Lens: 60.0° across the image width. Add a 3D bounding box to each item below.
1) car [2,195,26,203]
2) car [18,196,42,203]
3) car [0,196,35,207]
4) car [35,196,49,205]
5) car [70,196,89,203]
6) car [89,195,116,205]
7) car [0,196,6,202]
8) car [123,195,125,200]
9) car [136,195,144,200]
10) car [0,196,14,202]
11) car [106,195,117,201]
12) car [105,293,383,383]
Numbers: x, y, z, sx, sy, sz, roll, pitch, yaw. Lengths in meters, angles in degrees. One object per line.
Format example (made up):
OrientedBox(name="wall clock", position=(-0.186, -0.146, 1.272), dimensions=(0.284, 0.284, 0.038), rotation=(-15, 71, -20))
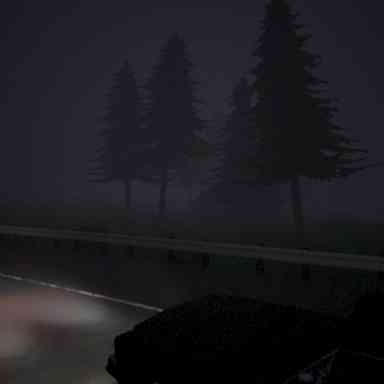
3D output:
OrientedBox(name="car", position=(-38.495, 1.513, 72.123), dimensions=(2.128, 1.511, 4.902), rotation=(0, 0, 10))
OrientedBox(name="car", position=(-34.969, 1.528, 72.015), dimensions=(2.033, 1.411, 5.357), rotation=(0, 0, 6))
OrientedBox(name="car", position=(-26.052, 1.343, 48.858), dimensions=(2.097, 1.767, 4.553), rotation=(0, 0, 17))
OrientedBox(name="car", position=(-27.034, 1.516, 57.938), dimensions=(1.812, 1.442, 4.674), rotation=(0, 0, 15))
OrientedBox(name="car", position=(-19.542, 1.496, 58.849), dimensions=(1.837, 1.490, 4.892), rotation=(0, 0, 14))
OrientedBox(name="car", position=(-15.868, 1.518, 59.082), dimensions=(1.812, 1.442, 4.674), rotation=(0, 0, 14))
OrientedBox(name="car", position=(-45.148, 1.538, 76.365), dimensions=(1.994, 1.385, 4.181), rotation=(0, 0, 6))
OrientedBox(name="car", position=(-17.701, 1.529, 90.238), dimensions=(2.033, 1.411, 5.357), rotation=(0, 0, -9))
OrientedBox(name="car", position=(-14.077, 1.514, 89.386), dimensions=(1.812, 1.442, 4.674), rotation=(0, 0, -9))
OrientedBox(name="car", position=(-41.829, 1.582, 73.838), dimensions=(1.895, 1.301, 4.718), rotation=(0, 0, 6))
OrientedBox(name="car", position=(-20.757, 1.529, 85.569), dimensions=(2.033, 1.411, 5.357), rotation=(0, 0, -5))
OrientedBox(name="car", position=(1.484, 1.601, 2.710), dimensions=(4.718, 1.301, 1.895), rotation=(0, 0, 35))
